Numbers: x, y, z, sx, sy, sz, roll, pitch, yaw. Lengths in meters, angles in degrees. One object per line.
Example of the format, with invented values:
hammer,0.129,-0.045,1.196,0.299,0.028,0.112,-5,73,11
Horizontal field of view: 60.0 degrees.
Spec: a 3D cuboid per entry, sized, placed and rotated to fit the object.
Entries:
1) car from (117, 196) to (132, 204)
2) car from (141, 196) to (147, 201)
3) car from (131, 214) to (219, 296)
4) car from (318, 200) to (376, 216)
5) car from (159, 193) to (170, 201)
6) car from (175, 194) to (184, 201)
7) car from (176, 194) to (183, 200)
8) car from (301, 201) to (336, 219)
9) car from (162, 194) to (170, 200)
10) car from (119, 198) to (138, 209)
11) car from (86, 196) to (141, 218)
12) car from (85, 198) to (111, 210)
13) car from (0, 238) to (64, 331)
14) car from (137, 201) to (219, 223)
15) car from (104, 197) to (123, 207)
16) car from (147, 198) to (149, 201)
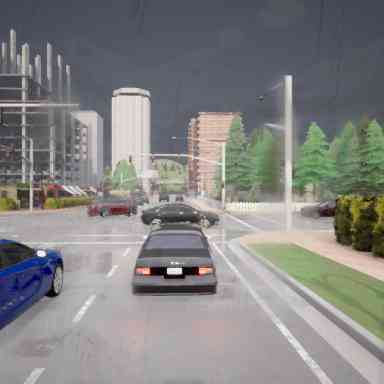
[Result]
car,-12.963,1.547,64.406,2.033,1.411,5.357,0,0,-1
car,-9.175,1.564,55.191,1.994,1.385,4.181,0,0,-2
car,-0.409,1.547,8.820,2.033,1.411,5.357,0,0,-2
car,14.714,1.526,31.691,4.674,1.442,1.812,0,0,-1
car,-6.317,1.217,75.211,2.150,2.045,5.566,0,0,-2
car,-2.831,1.493,75.659,1.837,1.490,4.892,0,0,-2
car,-3.167,1.326,84.873,1.837,1.490,4.892,0,0,-2
car,11.779,1.478,28.178,5.008,1.535,1.882,0,0,-1
car,-6.665,1.351,84.745,1.812,1.442,4.674,0,0,-2
car,-8.881,1.564,46.829,1.994,1.385,4.181,0,0,-2
car,-7.278,1.352,30.472,2.097,1.767,4.553,0,0,38
car,-12.278,1.547,43.820,2.033,1.411,5.357,0,0,-2
car,-3.723,1.478,5.526,1.882,1.535,5.008,0,0,-3
car,-0.727,1.505,20.837,4.892,1.490,1.837,0,0,-1
car,-12.635,1.547,53.858,2.033,1.411,5.357,0,0,-2
car,-9.486,1.564,65.144,1.994,1.385,4.181,0,0,-1
